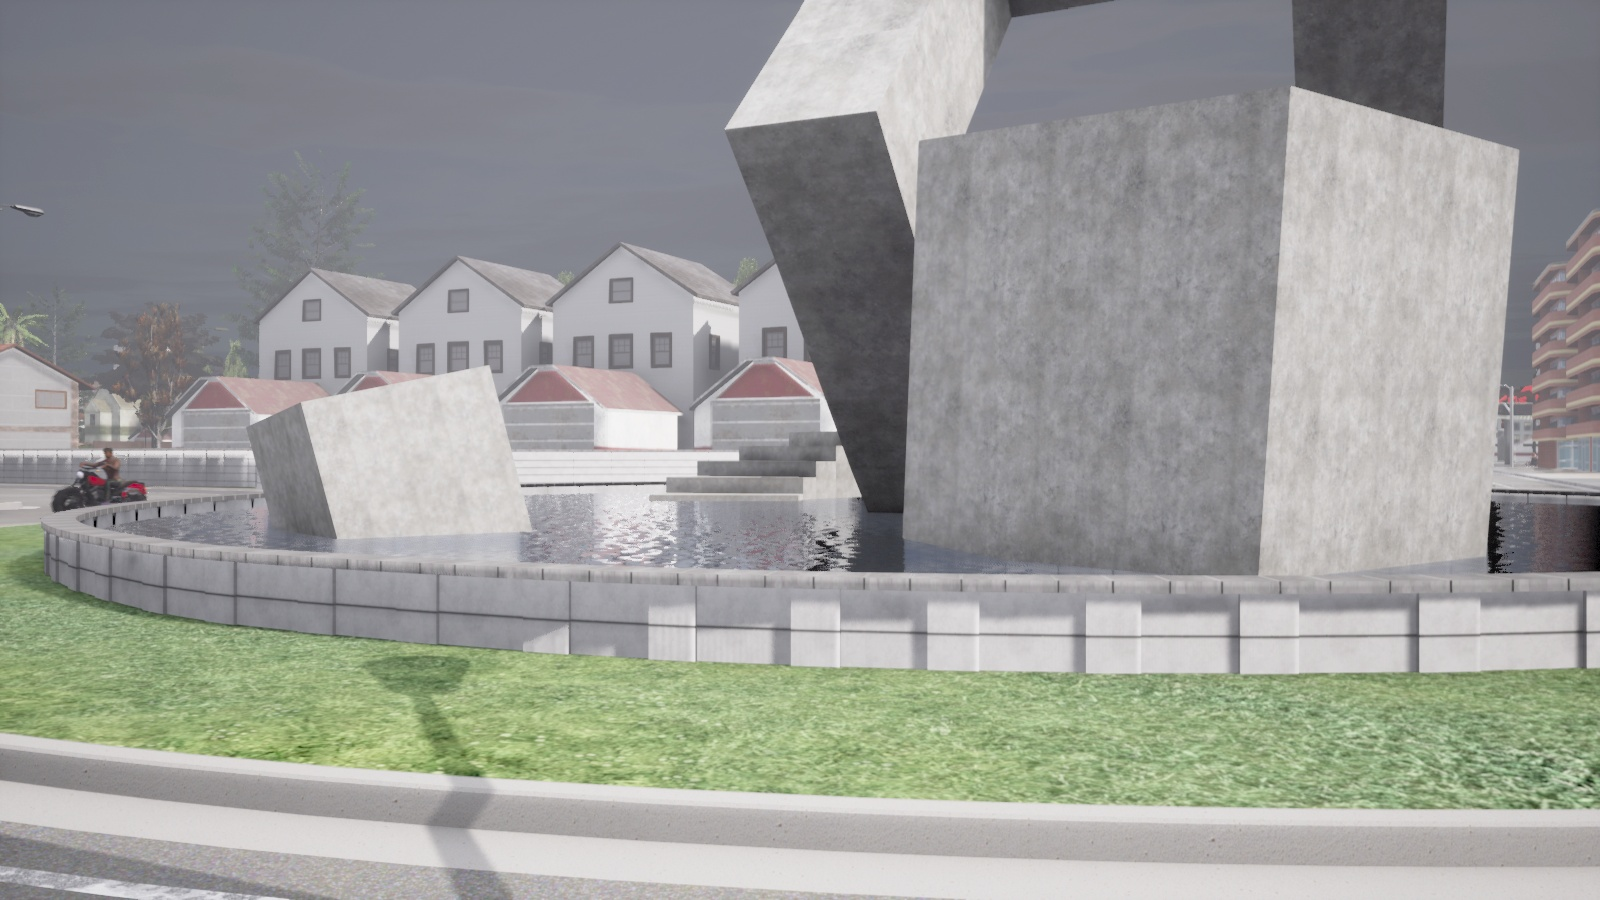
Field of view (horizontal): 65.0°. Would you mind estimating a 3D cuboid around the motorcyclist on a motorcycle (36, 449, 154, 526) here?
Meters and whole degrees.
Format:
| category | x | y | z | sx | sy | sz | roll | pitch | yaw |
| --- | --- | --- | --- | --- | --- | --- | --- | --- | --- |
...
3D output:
| category | x | y | z | sx | sy | sz | roll | pitch | yaw |
| --- | --- | --- | --- | --- | --- | --- | --- | --- | --- |
| motorcyclist on a motorcycle | -15.865 | 0.802 | 28.332 | 0.766 | 1.649 | 2.350 | 0 | 0 | 22 |
